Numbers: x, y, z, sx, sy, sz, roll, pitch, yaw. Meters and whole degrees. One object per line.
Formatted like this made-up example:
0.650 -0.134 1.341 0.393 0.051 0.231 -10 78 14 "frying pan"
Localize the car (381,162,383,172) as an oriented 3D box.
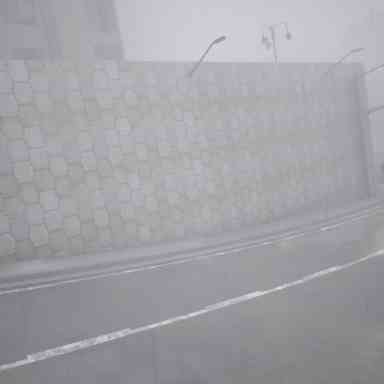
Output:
18.439 -2.274 27.693 2.128 1.511 4.902 -14 8 -31 "car"
